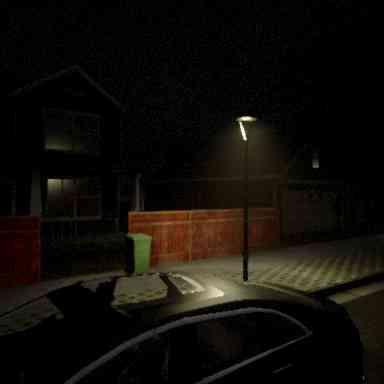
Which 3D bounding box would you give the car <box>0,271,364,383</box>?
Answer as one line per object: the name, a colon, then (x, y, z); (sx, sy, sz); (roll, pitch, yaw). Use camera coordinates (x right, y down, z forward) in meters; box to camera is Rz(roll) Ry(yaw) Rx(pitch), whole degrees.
car: (-0.633, 1.498, 2.495); (4.902, 1.511, 2.128); (1, 0, -36)
